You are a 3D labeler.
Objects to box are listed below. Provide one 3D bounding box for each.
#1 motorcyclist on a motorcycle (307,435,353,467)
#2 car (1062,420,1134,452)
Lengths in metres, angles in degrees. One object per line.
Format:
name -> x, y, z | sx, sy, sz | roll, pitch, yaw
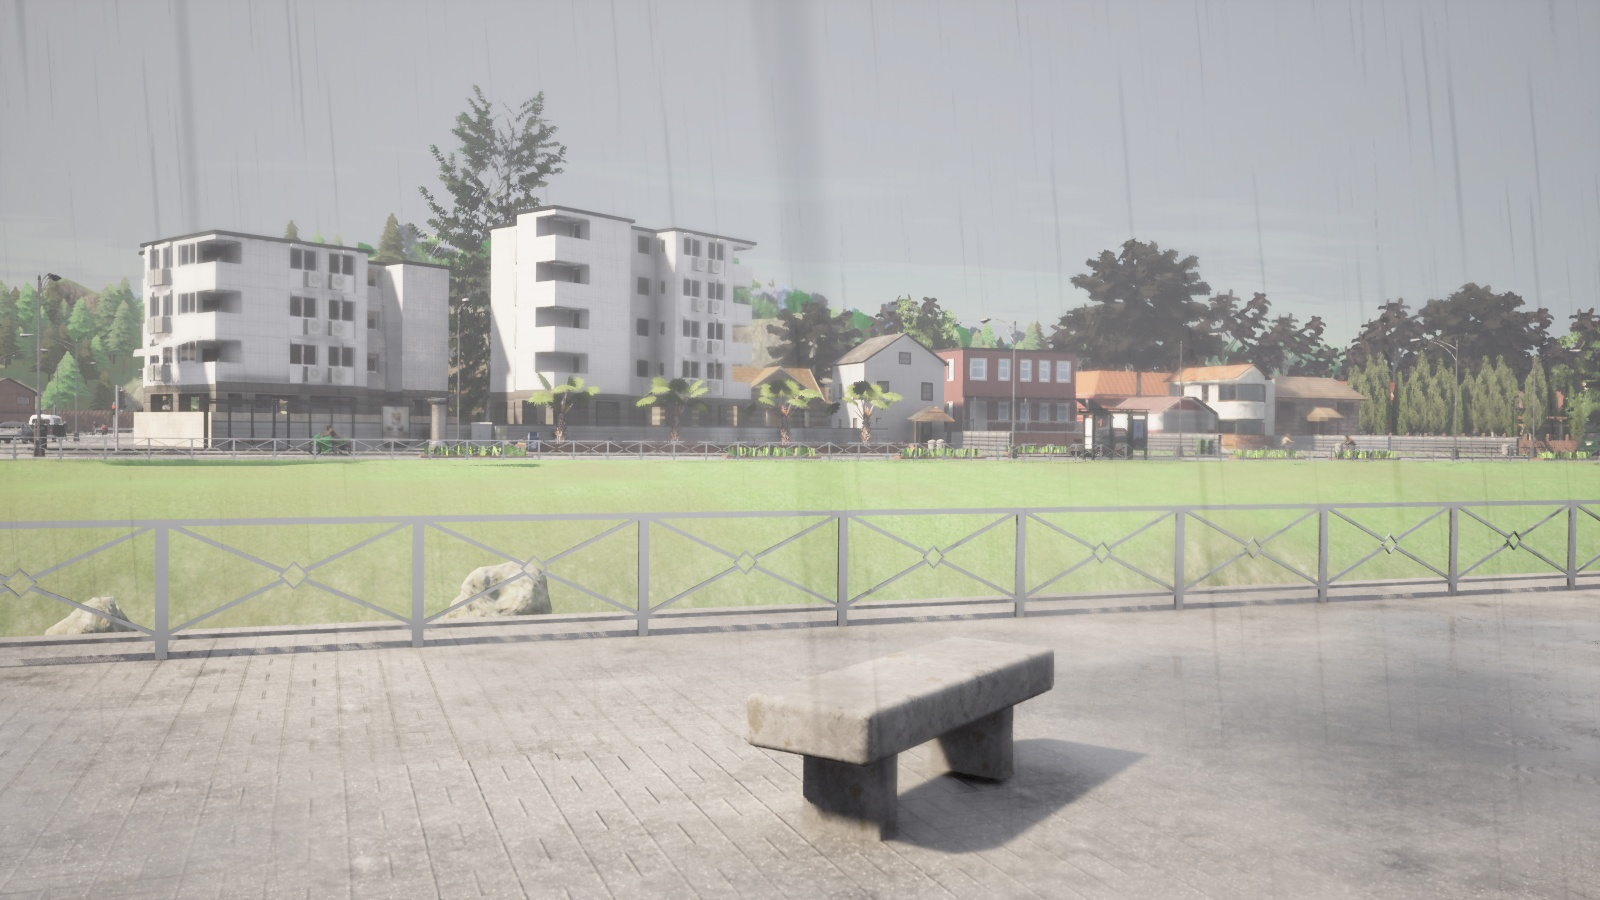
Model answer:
motorcyclist on a motorcycle -> -22.866, 0.034, 61.110 | 2.044, 1.523, 0.797 | 0, 1, -21
car -> 18.215, -0.851, 76.695 | 3.866, 1.878, 1.905 | -1, 1, -21
